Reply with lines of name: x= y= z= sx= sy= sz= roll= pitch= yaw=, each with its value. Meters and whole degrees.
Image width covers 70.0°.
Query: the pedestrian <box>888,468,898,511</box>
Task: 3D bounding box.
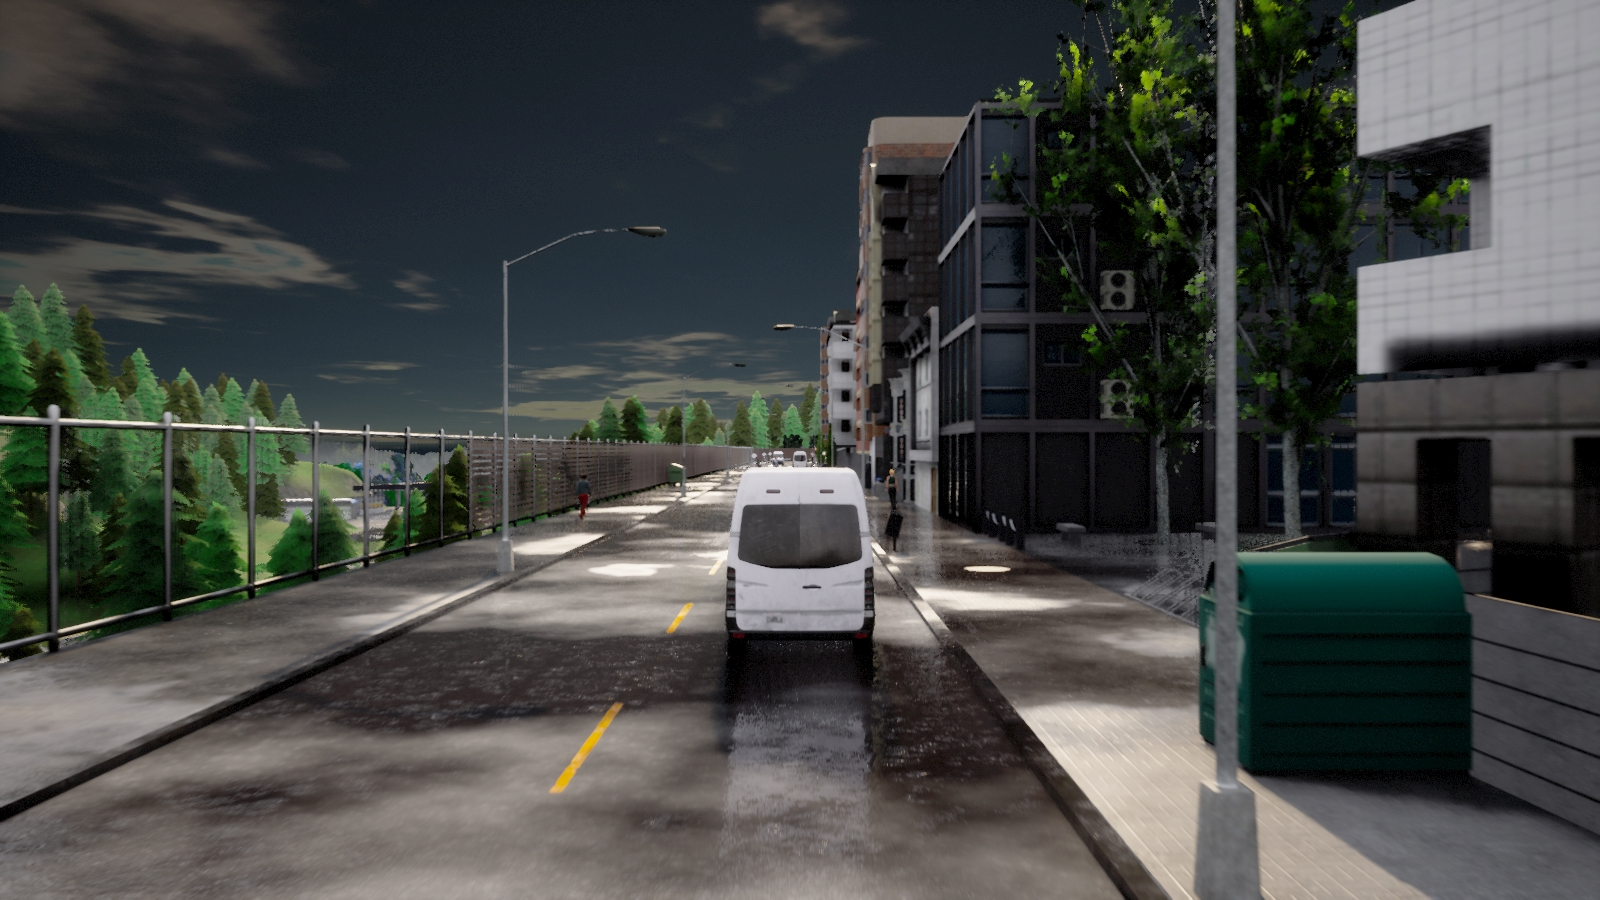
pedestrian: x=4.073 y=1.744 z=50.090 sx=0.375 sy=1.860 sz=0.375 roll=0 pitch=0 yaw=-3

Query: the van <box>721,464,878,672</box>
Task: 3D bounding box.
van: x=-0.004 y=1.534 z=17.472 sx=1.988 sy=2.561 sz=5.915 roll=0 pitch=0 yaw=0

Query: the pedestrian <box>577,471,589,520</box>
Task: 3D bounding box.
pedestrian: x=-8.355 y=1.745 z=44.008 sx=0.375 sy=1.860 sz=0.375 roll=0 pitch=0 yaw=1
